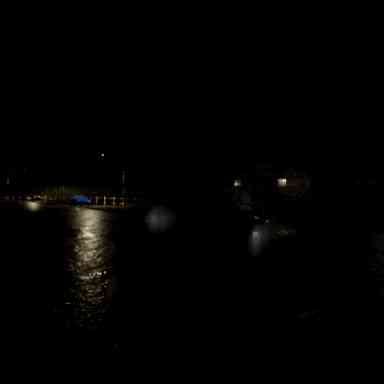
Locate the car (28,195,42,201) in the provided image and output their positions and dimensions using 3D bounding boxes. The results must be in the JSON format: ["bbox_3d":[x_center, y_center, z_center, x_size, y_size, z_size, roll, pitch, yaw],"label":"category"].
[{"bbox_3d":[-39.848,1.605,85.046,1.895,1.301,4.718,2,-2,-36],"label":"car"}]

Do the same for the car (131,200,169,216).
[{"bbox_3d":[-3.850,1.378,30.101,1.994,1.385,4.181,2,-1,-36],"label":"car"}]

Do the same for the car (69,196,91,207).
[{"bbox_3d":[-15.854,1.257,46.911,1.882,1.535,5.008,2,-1,-35],"label":"car"}]

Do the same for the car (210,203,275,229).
[{"bbox_3d":[2.972,1.408,20.543,1.812,1.442,4.674,2,-1,-34],"label":"car"}]
